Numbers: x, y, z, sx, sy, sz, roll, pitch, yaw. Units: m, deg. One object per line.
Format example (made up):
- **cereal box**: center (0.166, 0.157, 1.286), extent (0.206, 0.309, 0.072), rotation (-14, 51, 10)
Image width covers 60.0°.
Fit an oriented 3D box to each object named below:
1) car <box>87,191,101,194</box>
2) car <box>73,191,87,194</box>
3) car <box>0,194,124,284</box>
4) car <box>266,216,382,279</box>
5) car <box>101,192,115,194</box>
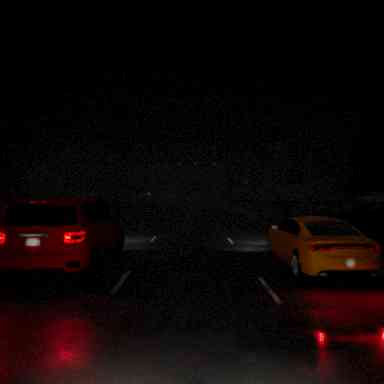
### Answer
- **car**: center (-25.098, 0.862, 83.716), extent (1.812, 1.442, 4.674), rotation (0, 1, 0)
- **car**: center (-28.576, 0.890, 82.444), extent (2.033, 1.411, 5.357), rotation (0, 1, 0)
- **car**: center (-3.423, 1.172, 9.622), extent (2.150, 2.045, 5.566), rotation (0, -1, -2)
- **car**: center (3.552, 1.434, 9.910), extent (1.882, 1.535, 5.008), rotation (0, 0, 0)
- **car**: center (-21.621, 0.683, 84.898), extent (2.097, 1.767, 4.553), rotation (0, 1, 0)
